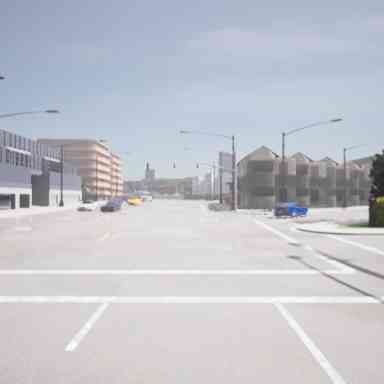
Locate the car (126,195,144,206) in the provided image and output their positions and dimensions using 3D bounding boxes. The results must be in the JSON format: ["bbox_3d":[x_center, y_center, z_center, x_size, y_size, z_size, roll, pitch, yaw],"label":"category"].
[{"bbox_3d":[-10.623,1.725,60.957,1.882,1.535,5.008,0,1,0],"label":"car"}]

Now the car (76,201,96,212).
[{"bbox_3d":[-14.145,1.911,45.236,1.812,1.442,4.674,0,0,0],"label":"car"}]

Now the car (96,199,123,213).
[{"bbox_3d":[-10.643,1.986,43.687,1.895,1.301,4.718,0,0,0],"label":"car"}]

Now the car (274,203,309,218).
[{"bbox_3d":[10.451,1.873,34.702,1.882,1.535,5.008,-1,-2,44],"label":"car"}]

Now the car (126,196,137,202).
[{"bbox_3d":[-14.080,1.622,77.731,1.837,1.490,4.892,0,0,0],"label":"car"}]

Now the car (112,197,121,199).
[{"bbox_3d":[-14.113,1.755,62.013,1.812,1.442,4.674,0,1,0],"label":"car"}]

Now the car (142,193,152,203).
[{"bbox_3d":[-10.579,1.346,76.581,2.150,2.045,5.566,0,0,0],"label":"car"}]
